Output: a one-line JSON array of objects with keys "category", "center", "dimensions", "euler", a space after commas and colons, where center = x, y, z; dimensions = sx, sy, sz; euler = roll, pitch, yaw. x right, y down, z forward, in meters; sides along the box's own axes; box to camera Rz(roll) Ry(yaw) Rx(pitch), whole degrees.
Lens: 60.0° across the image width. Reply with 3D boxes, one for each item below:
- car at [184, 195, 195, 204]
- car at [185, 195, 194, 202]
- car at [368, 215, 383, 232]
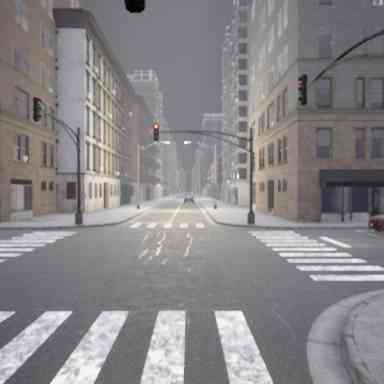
[{"category": "car", "center": [-0.518, 1.350, 59.574], "dimensions": [1.812, 1.442, 4.674], "euler": [0, 0, -1]}, {"category": "car", "center": [-0.607, 1.269, 69.579], "dimensions": [1.812, 1.442, 4.674], "euler": [0, 0, -1]}, {"category": "car", "center": [11.624, 1.474, 17.389], "dimensions": [4.507, 1.381, 1.887], "euler": [0, 0, 0]}]
